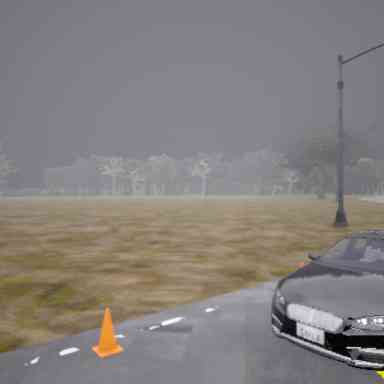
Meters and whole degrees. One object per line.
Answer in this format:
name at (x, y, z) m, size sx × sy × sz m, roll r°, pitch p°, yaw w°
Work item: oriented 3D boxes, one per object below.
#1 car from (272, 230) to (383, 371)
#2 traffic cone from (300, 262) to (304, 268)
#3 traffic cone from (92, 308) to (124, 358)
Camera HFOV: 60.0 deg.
car at (3.337, 1.475, 5.702) m, size 4.902 × 1.511 × 2.128 m, roll 0°, pitch 0°, yaw -40°
traffic cone at (2.586, 1.940, 7.793) m, size 0.340 × 0.580 × 0.340 m, roll 0°, pitch 0°, yaw -40°
traffic cone at (-1.200, 1.960, 4.746) m, size 0.340 × 0.580 × 0.340 m, roll 0°, pitch 0°, yaw -37°
